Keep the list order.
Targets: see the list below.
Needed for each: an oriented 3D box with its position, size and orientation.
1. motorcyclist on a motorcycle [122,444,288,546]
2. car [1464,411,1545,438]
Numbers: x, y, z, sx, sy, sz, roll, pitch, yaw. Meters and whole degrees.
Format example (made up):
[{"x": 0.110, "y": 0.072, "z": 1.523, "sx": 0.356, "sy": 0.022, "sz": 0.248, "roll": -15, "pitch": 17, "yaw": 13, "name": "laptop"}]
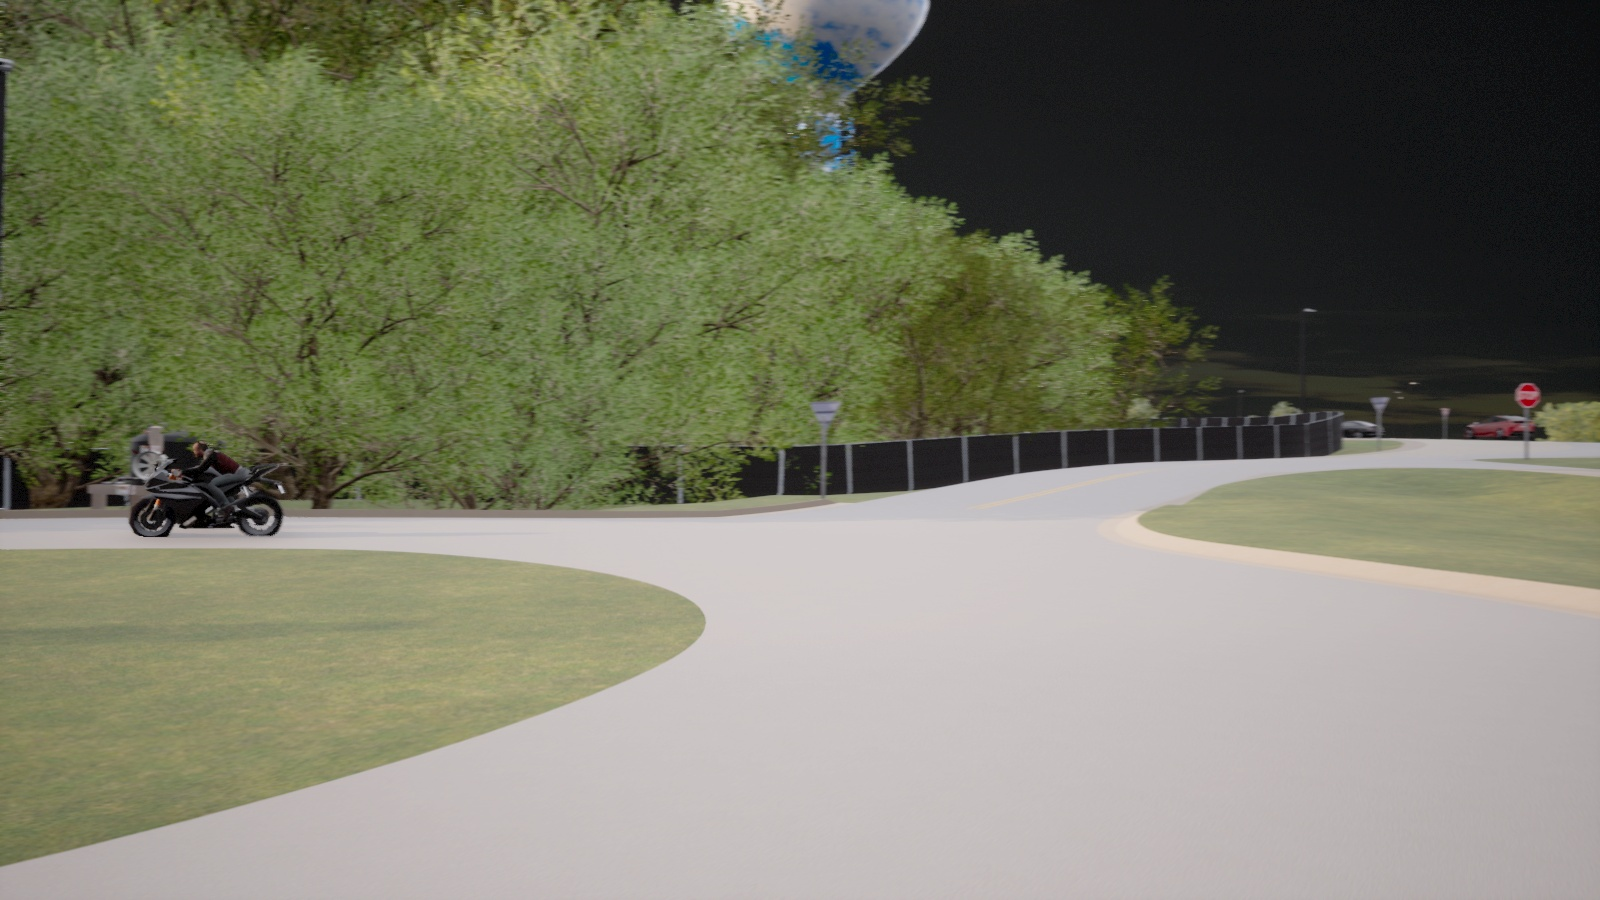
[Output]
[{"x": -9.215, "y": 0.680, "z": 19.547, "sx": 2.191, "sy": 1.530, "sz": 0.866, "roll": 0, "pitch": 0, "yaw": -13, "name": "motorcyclist on a motorcycle"}, {"x": 42.330, "y": -1.544, "z": 75.571, "sx": 2.007, "sy": 1.525, "sz": 4.514, "roll": 1, "pitch": 1, "yaw": -5, "name": "car"}]
